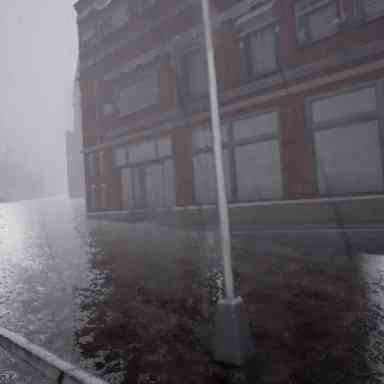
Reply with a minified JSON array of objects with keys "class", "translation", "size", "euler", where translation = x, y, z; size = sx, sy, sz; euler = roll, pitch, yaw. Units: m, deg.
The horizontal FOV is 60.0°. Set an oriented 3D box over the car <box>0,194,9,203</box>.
[{"class":"car","translation":[-31.649,1.113,53.606],"size":[1.882,1.535,5.008],"euler":[-5,2,2]}]
